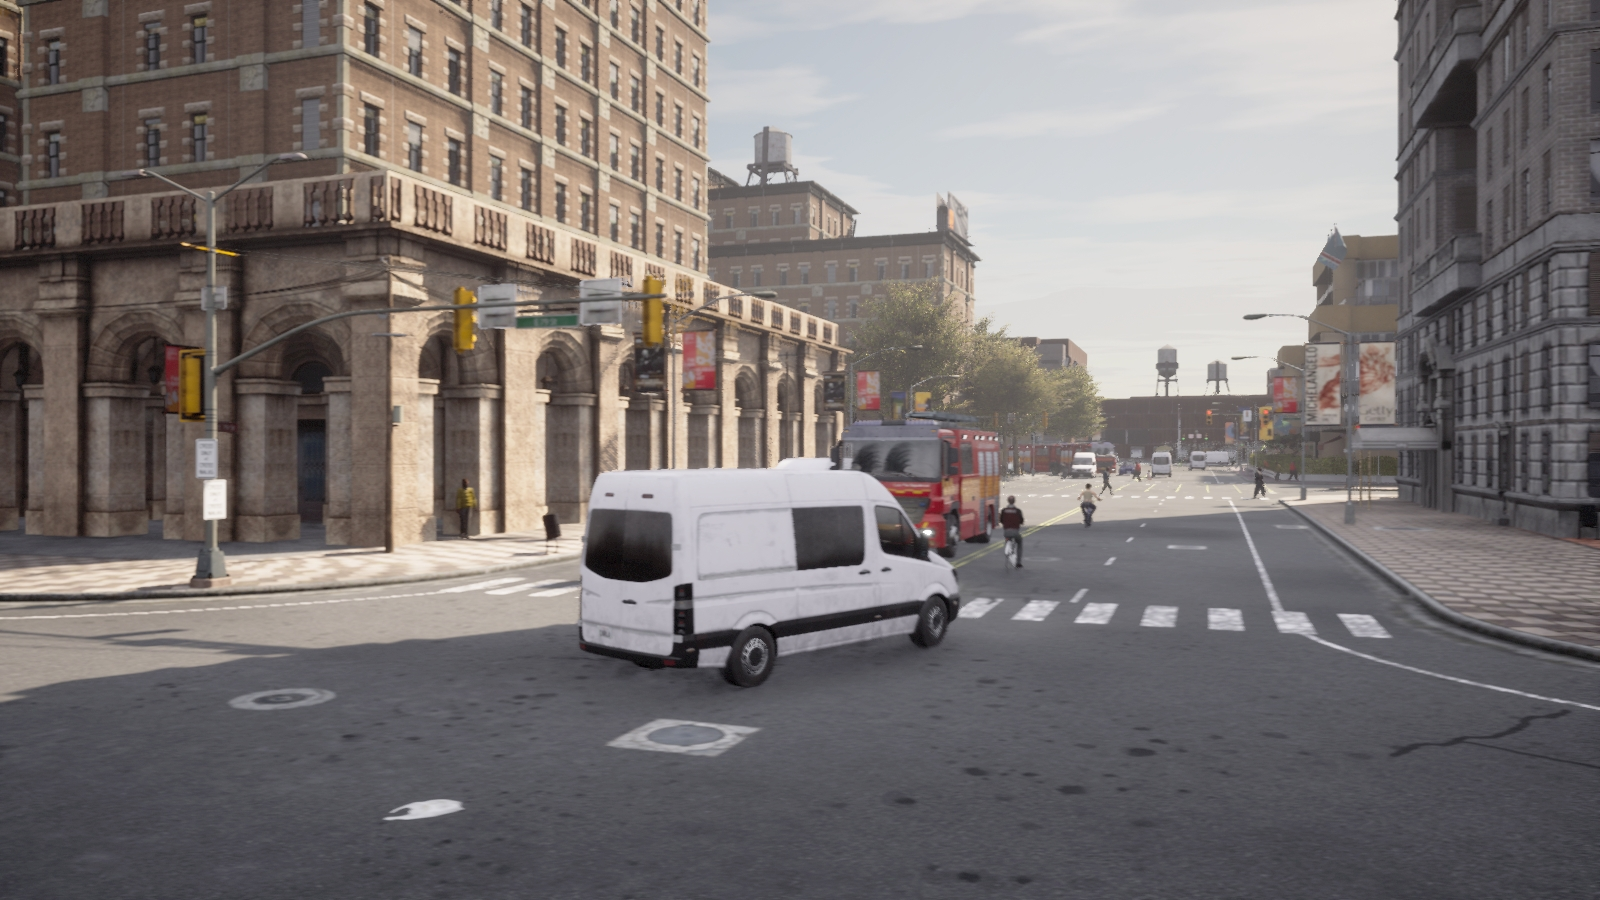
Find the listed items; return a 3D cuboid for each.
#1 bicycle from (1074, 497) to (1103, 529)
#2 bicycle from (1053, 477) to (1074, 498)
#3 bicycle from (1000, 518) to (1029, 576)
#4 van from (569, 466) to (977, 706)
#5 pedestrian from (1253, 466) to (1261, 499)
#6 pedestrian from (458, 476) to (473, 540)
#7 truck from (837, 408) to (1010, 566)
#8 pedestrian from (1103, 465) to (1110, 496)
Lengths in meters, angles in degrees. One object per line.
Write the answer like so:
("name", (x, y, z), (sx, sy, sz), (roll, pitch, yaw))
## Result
("bicycle", (10.361, 2.255, 41.021), (0.859, 1.080, 1.487), (0, 0, 20))
("bicycle", (15.395, 2.208, 66.708), (0.329, 1.171, 1.835), (0, 0, 43))
("bicycle", (4.930, 2.209, 26.242), (0.329, 1.171, 1.835), (0, 0, 21))
("van", (-0.088, 1.533, 15.405), (1.988, 2.561, 5.915), (0, 0, 42))
("pedestrian", (25.979, 1.848, 64.948), (0.375, 1.860, 0.375), (0, 0, 20))
("pedestrian", (-9.850, 1.692, 33.670), (0.375, 1.860, 0.375), (0, 0, -23))
("truck", (3.738, 0.889, 32.148), (2.891, 3.827, 8.468), (0, 0, 20))
("pedestrian", (18.407, 1.847, 68.593), (0.375, 1.860, 0.375), (0, 0, 18))
